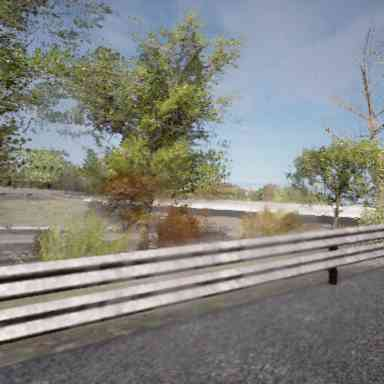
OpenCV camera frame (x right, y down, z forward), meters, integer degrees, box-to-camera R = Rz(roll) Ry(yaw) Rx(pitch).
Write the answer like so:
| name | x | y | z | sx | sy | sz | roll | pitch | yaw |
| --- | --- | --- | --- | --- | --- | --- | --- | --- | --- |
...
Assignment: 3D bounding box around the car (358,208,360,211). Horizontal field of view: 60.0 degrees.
| name | x | y | z | sx | sy | sz | roll | pitch | yaw |
| --- | --- | --- | --- | --- | --- | --- | --- | --- | --- |
| car | 31.447 | 3.109 | 57.123 | 5.357 | 1.411 | 2.033 | 2 | -2 | 22 |
